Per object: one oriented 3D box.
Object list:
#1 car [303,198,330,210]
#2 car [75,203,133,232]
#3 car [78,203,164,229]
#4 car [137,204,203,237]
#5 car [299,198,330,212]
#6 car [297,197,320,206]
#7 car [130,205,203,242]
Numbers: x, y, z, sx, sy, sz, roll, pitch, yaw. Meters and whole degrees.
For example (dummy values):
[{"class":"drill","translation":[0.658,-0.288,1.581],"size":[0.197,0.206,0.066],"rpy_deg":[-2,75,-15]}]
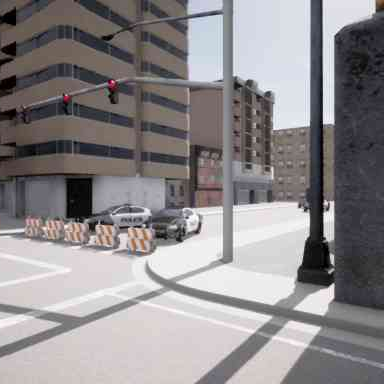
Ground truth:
[{"class":"car","translation":[14.395,1.295,38.345],"size":[1.853,1.218,4.536],"rpy_deg":[0,0,36]},{"class":"car","translation":[-4.106,1.453,19.216],"size":[4.974,1.542,2.038],"rpy_deg":[0,0,-29]},{"class":"car","translation":[-4.060,1.295,19.242],"size":[4.536,1.218,1.853],"rpy_deg":[0,0,-29]},{"class":"car","translation":[-0.900,1.295,16.580],"size":[1.853,1.218,4.536],"rpy_deg":[0,0,16]},{"class":"car","translation":[14.365,1.453,38.303],"size":[2.038,1.542,4.974],"rpy_deg":[0,0,36]},{"class":"car","translation":[16.606,1.295,47.262],"size":[1.853,1.218,4.536],"rpy_deg":[0,0,36]},{"class":"car","translation":[-0.914,1.453,16.530],"size":[2.038,1.542,4.974],"rpy_deg":[0,0,16]}]
